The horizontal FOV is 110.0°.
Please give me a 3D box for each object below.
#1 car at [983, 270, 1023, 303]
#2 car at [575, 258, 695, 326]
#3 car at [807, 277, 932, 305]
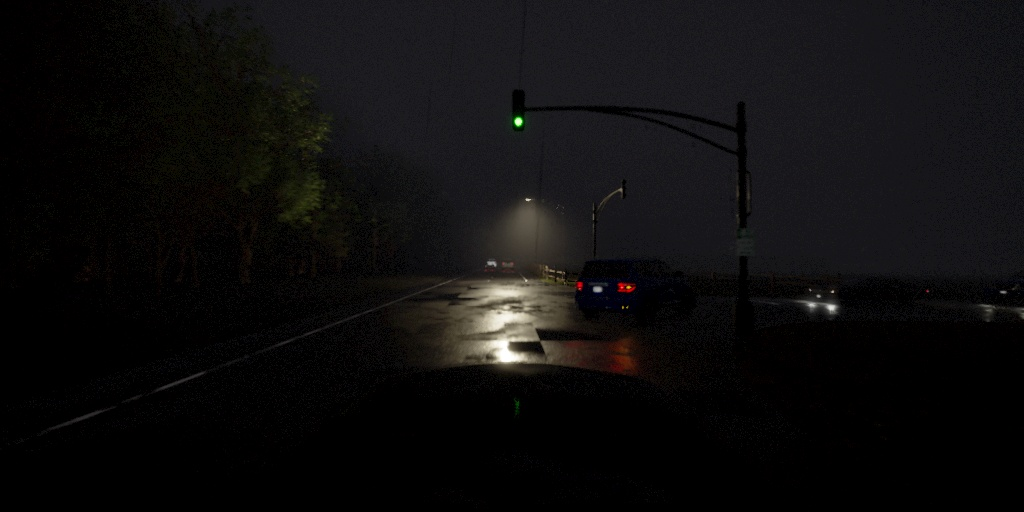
[{"bbox_3d":[29.373,1.648,19.449,5.566,2.045,2.150,1,-2,0],"label":"car"},{"bbox_3d":[4.407,1.104,12.513,2.150,2.045,5.566,-2,-2,44],"label":"car"},{"bbox_3d":[19.183,1.817,19.363,5.357,1.411,2.033,1,-2,0],"label":"car"}]
